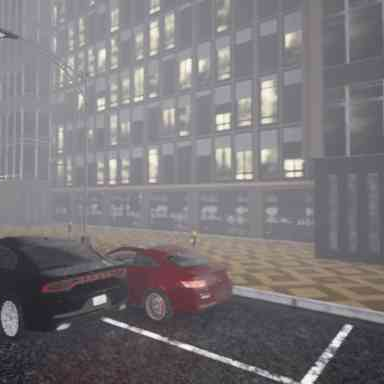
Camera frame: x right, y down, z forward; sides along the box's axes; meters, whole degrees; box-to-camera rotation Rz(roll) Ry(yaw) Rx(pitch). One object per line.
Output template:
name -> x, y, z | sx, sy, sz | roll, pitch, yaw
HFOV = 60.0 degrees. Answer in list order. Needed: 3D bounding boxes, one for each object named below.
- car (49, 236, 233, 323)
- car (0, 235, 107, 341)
car -> -1.105, 1.763, 7.373 | 4.206, 1.307, 1.802 | -1, -2, 37
car -> -3.486, 1.638, 6.922 | 5.008, 1.535, 1.882 | -1, -2, 37
